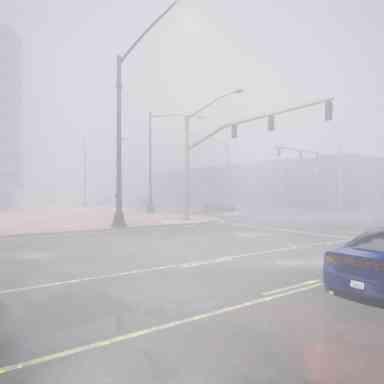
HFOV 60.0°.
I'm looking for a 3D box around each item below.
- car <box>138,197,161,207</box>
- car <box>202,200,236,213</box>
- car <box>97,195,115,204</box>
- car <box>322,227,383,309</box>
[{"bbox_3d":[-6.431,1.491,50.524,2.128,1.511,4.902,0,0,-35],"label":"car"},{"bbox_3d":[2.973,1.564,37.342,1.994,1.385,4.181,0,0,-36],"label":"car"},{"bbox_3d":[-16.944,1.393,65.415,2.097,1.767,4.553,0,0,-36],"label":"car"},{"bbox_3d":[4.928,1.478,7.262,5.008,1.535,1.882,0,0,-35],"label":"car"}]
